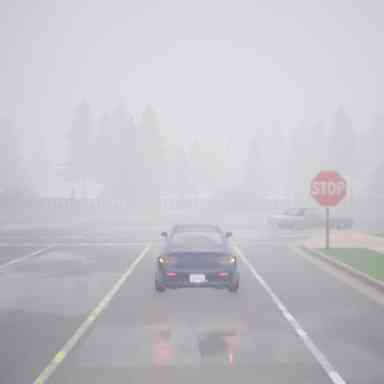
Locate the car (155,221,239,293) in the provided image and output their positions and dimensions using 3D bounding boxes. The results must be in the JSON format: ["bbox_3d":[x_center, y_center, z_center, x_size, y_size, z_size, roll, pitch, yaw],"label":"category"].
[{"bbox_3d":[0.122,1.497,8.700,1.812,1.442,4.674,0,0,1],"label":"car"}]

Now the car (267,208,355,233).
[{"bbox_3d":[6.888,1.575,19.265,4.718,1.301,1.895,0,0,-12],"label":"car"}]
